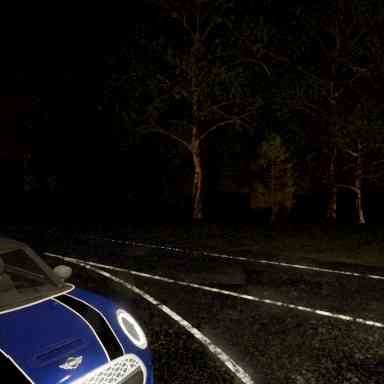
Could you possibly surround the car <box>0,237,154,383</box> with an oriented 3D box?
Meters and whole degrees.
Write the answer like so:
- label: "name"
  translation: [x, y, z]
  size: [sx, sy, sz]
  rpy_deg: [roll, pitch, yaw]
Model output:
- label: "car"
  translation: [-2.582, 1.338, 3.726]
  size: [4.553, 1.767, 2.097]
  rpy_deg: [1, 0, 35]
